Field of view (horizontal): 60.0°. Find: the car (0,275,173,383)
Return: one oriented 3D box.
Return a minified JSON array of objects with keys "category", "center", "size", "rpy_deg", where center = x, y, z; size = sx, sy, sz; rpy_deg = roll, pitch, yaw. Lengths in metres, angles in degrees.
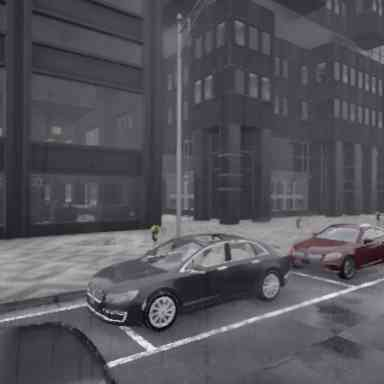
[{"category":"car","center":[-2.885,1.543,1.319],"size":[5.357,1.411,2.033],"rpy_deg":[0,0,-36]}]

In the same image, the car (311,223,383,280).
[{"category":"car","center":[4.729,1.610,10.023],"size":[4.206,1.307,1.802],"rpy_deg":[0,0,-36]}]

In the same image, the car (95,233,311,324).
[{"category":"car","center":[0.141,1.562,6.748],"size":[4.403,1.369,2.008],"rpy_deg":[0,0,-36]}]
